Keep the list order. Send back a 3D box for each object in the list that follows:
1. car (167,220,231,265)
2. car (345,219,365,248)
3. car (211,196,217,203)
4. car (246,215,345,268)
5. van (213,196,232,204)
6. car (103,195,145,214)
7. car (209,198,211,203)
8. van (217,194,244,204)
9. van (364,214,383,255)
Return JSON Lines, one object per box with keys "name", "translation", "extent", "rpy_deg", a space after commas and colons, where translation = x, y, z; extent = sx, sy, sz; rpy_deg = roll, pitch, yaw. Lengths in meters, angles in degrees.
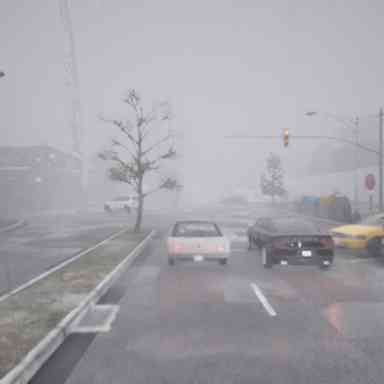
{"name": "car", "translation": [0.093, 1.637, 11.819], "extent": [1.895, 1.301, 4.718], "rpy_deg": [0, 0, -3]}
{"name": "car", "translation": [7.890, 1.527, 13.356], "extent": [5.366, 1.575, 1.946], "rpy_deg": [1, 0, -20]}
{"name": "car", "translation": [8.052, 1.999, 83.579], "extent": [4.553, 1.767, 2.185], "rpy_deg": [1, -1, -20]}
{"name": "car", "translation": [3.093, 1.512, 11.444], "extent": [1.882, 1.535, 5.008], "rpy_deg": [0, 0, 0]}
{"name": "van", "translation": [7.914, 1.975, 86.507], "extent": [4.442, 1.987, 1.878], "rpy_deg": [1, -1, -20]}
{"name": "car", "translation": [-8.100, 1.416, 39.314], "extent": [5.566, 2.045, 2.150], "rpy_deg": [-1, 0, 35]}
{"name": "car", "translation": [8.189, 2.285, 89.590], "extent": [5.366, 1.575, 1.946], "rpy_deg": [1, -2, -20]}
{"name": "van", "translation": [7.925, 1.417, 65.667], "extent": [4.442, 1.987, 1.878], "rpy_deg": [1, -1, -20]}
{"name": "van", "translation": [7.958, 1.295, 10.398], "extent": [4.442, 1.987, 1.878], "rpy_deg": [1, 0, -20]}
